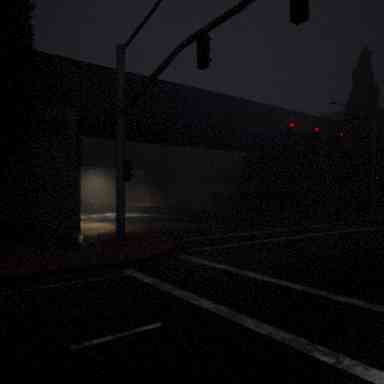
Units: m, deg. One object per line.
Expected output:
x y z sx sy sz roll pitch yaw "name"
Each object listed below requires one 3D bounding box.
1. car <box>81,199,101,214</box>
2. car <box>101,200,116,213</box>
-11.503 1.504 34.564 1.837 1.490 4.892 0 0 -36 "car"
-9.540 1.601 37.813 1.895 1.301 4.718 0 0 -36 "car"
